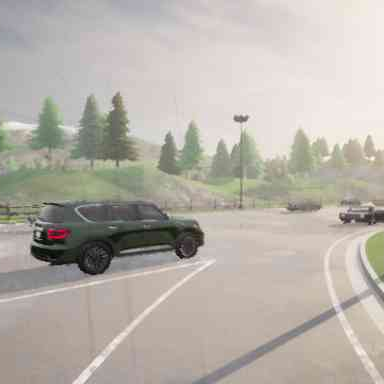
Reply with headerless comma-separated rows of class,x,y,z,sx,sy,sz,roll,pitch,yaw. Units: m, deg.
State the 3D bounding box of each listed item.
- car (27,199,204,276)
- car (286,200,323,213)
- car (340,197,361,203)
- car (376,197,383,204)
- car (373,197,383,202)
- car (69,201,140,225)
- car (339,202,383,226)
car,-2.124,1.235,10.699,5.566,2.045,2.150,0,0,-42
car,13.004,1.601,38.301,5.357,1.411,2.033,0,0,-42
car,26.092,1.605,54.696,4.674,1.442,1.812,0,0,-42
car,38.039,1.649,65.499,4.181,1.385,1.994,0,0,-42
car,31.533,1.558,54.864,5.008,1.535,1.882,0,0,-42
car,-6.590,1.510,25.482,5.008,1.535,1.882,0,0,-42
car,12.423,1.635,23.699,4.718,1.301,1.895,0,0,-42
